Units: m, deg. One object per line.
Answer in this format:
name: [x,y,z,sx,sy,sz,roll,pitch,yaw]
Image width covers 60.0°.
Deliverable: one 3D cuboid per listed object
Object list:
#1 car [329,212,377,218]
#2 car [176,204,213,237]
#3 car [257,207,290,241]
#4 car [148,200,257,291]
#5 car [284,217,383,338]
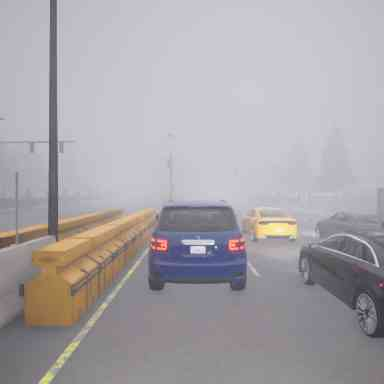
car: [7.143,1.564,14.847,1.994,1.385,4.181,0,0,0]
car: [0.151,1.505,19.026,1.837,1.490,4.892,0,0,0]
car: [3.643,1.478,16.411,1.882,1.535,5.008,0,0,0]
car: [0.125,1.222,9.177,2.150,2.045,5.566,0,0,0]
car: [3.614,1.492,6.569,2.128,1.511,4.902,0,0,0]
